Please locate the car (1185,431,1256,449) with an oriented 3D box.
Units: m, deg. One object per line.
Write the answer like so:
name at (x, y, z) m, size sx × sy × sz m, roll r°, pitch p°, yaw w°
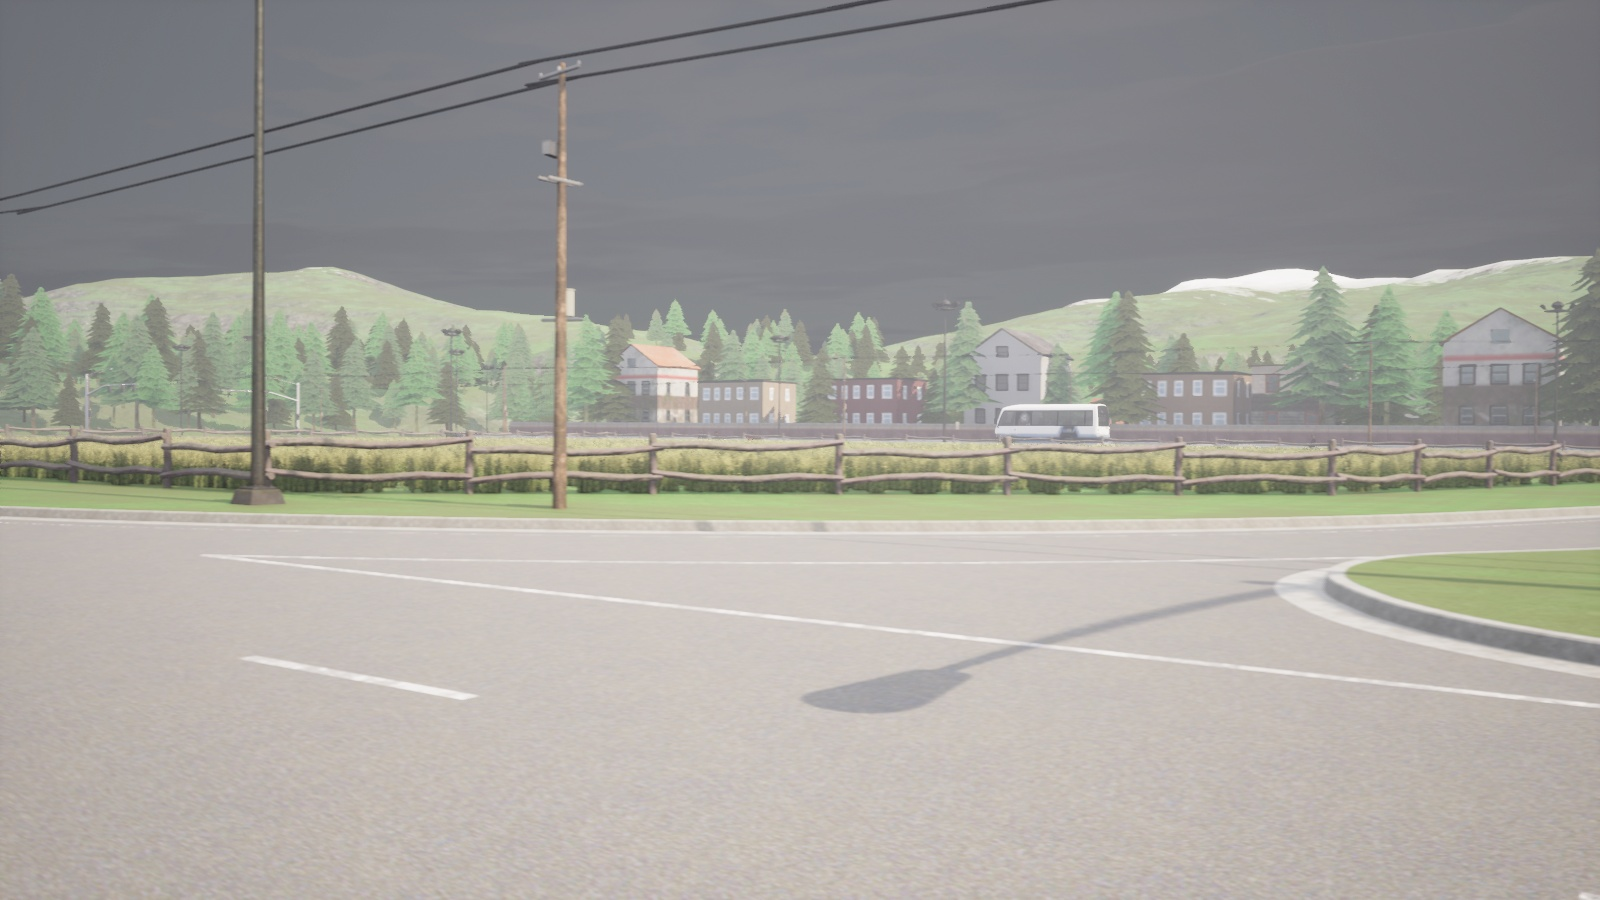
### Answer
car at (31.569, -0.740, 94.237) m, size 4.718 × 1.301 × 1.895 m, roll 0°, pitch 1°, yaw 34°
